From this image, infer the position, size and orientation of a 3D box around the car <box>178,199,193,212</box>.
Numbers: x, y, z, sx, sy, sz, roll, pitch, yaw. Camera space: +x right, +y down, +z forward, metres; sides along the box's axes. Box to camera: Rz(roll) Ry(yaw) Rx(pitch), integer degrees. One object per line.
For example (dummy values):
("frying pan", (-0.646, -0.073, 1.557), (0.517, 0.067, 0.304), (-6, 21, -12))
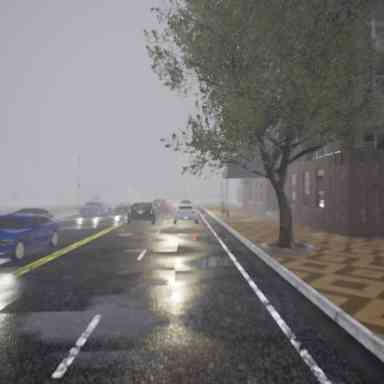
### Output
("car", (-0.790, 1.741, 43.287), (1.812, 1.442, 4.674), (0, 0, -1))

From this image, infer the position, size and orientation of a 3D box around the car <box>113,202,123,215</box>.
("car", (-7.251, 1.801, 36.369), (1.994, 1.385, 4.181), (0, 0, -1))

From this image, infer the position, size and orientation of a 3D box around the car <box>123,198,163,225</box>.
("car", (-3.718, 1.509, 26.036), (2.097, 1.767, 4.553), (0, 0, -1))

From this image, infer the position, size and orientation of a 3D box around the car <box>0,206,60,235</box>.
("car", (-10.221, 1.714, 21.116), (1.812, 1.442, 4.674), (0, 0, -1))

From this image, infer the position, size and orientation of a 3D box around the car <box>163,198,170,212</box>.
("car", (-4.039, 1.593, 43.136), (2.097, 1.767, 4.553), (0, 0, -1))

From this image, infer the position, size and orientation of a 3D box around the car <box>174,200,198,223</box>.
("car", (-0.486, 1.660, 26.725), (1.812, 1.442, 4.674), (0, 0, -1))

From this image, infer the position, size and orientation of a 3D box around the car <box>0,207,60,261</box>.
("car", (-6.827, 1.598, 12.975), (1.882, 1.535, 5.008), (0, 0, -1))

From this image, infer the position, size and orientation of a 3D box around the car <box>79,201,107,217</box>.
("car", (-10.491, 1.736, 35.497), (1.882, 1.535, 5.008), (0, 0, -1))
